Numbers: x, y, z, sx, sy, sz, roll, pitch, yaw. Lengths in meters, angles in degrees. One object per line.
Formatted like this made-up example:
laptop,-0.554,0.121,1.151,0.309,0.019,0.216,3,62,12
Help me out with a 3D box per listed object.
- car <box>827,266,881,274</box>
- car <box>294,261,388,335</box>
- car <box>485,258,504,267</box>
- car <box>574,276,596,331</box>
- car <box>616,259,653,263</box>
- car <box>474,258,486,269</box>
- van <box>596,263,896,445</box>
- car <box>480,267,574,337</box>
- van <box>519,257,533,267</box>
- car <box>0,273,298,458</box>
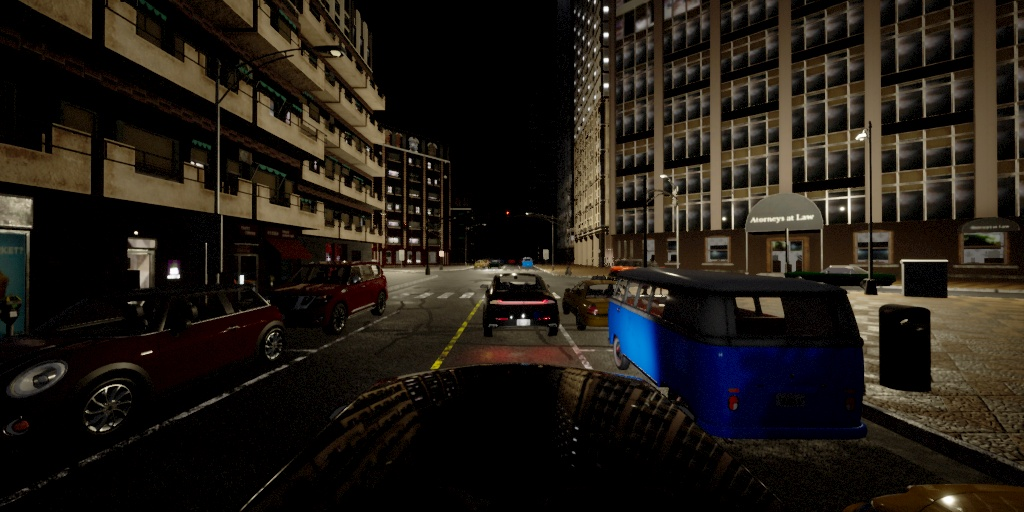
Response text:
car,18.302,1.194,20.409,4.718,1.301,1.895,-1,-1,40
car,-5.318,1.068,10.678,2.192,1.841,5.009,0,0,0
car,-2.837,1.425,58.768,1.895,1.301,4.718,0,0,2
car,2.562,1.278,10.857,1.751,1.417,4.829,0,0,0
car,9.012,1.007,24.481,4.553,1.767,2.097,-1,-1,41
car,-5.334,1.351,59.508,1.751,1.417,4.829,0,0,0
van,2.564,1.092,5.150,1.690,1.789,3.998,0,0,0
car,0.130,1.244,10.291,2.128,1.511,4.902,0,0,-3
van,2.546,1.167,59.680,1.690,1.789,3.998,0,0,0
car,-5.316,1.191,5.142,1.967,1.591,4.097,0,0,0
